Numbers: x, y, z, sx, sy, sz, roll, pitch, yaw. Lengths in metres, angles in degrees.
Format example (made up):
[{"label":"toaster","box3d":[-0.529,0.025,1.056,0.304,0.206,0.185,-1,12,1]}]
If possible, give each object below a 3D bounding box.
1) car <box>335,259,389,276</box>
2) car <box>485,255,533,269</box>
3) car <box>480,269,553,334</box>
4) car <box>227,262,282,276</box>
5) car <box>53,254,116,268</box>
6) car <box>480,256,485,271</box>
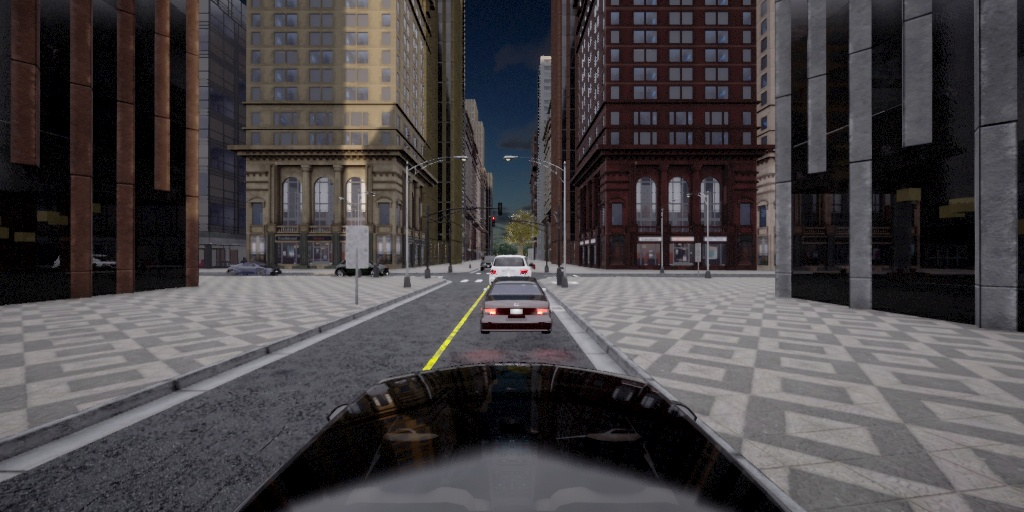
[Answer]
[{"label":"car","box3d":[-13.823,1.053,33.295,4.553,1.767,2.097,0,0,0]},{"label":"car","box3d":[0.017,0.971,20.826,2.150,2.045,5.566,0,0,4]},{"label":"car","box3d":[0.091,1.297,10.581,2.033,1.411,5.357,0,0,0]},{"label":"car","box3d":[-23.860,1.236,33.311,4.181,1.385,1.994,0,0,0]},{"label":"car","box3d":[-38.936,0.849,33.323,5.566,2.045,2.150,1,0,0]},{"label":"car","box3d":[-3.129,0.969,49.456,2.150,2.045,5.566,0,0,-1]}]
